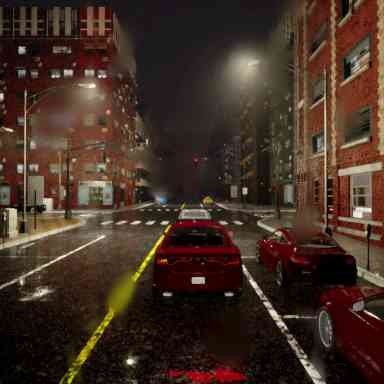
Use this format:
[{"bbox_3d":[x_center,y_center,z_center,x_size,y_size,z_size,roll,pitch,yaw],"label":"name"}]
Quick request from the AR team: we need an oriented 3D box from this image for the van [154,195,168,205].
[{"bbox_3d":[-5.575,1.359,58.231,1.690,1.788,3.998,1,0,0],"label":"van"}]

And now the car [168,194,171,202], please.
[{"bbox_3d":[-5.569,1.602,63.883,1.802,1.307,4.206,1,0,0],"label":"car"}]

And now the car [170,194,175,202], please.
[{"bbox_3d":[-5.549,1.607,75.187,1.802,1.307,4.206,1,0,0],"label":"car"}]

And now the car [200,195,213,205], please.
[{"bbox_3d":[2.802,1.543,58.347,1.752,1.417,4.829,1,0,0],"label":"car"}]

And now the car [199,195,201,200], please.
[{"bbox_3d":[2.841,1.572,80.787,1.887,1.381,4.507,1,0,0],"label":"car"}]

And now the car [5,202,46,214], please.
[{"bbox_3d":[-18.646,1.730,37.343,4.313,1.339,1.947,0,-1,0],"label":"car"}]

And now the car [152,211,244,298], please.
[{"bbox_3d":[0.113,1.480,8.606,1.882,1.535,5.008,0,0,0],"label":"car"}]

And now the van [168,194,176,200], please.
[{"bbox_3d":[-5.516,1.375,92.145,1.690,1.788,3.998,1,0,0],"label":"van"}]

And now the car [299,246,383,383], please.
[{"bbox_3d":[2.673,1.583,3.268,1.802,1.307,4.206,1,0,0],"label":"car"}]

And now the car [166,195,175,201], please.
[{"bbox_3d":[-5.529,1.582,86.492,2.008,1.369,4.403,1,0,0],"label":"car"}]

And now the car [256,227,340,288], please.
[{"bbox_3d":[2.853,1.584,8.924,1.802,1.307,4.206,1,0,0],"label":"car"}]

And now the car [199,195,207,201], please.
[{"bbox_3d":[2.851,1.597,86.439,1.947,1.339,4.313,1,0,0],"label":"car"}]
